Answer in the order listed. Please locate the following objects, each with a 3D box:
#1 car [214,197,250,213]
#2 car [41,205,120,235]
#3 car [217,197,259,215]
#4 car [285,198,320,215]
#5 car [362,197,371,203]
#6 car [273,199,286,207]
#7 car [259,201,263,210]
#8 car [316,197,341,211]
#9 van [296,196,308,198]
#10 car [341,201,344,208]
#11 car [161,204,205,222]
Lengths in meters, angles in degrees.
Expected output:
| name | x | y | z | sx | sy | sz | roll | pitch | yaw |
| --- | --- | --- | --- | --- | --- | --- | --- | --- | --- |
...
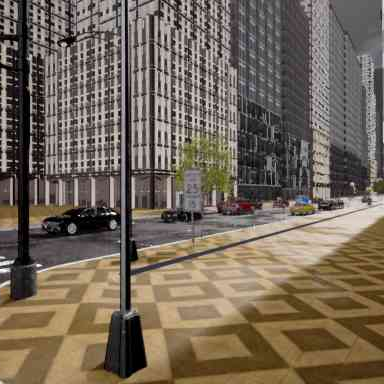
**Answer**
| name | x | y | z | sx | sy | sz | roll | pitch | yaw |
| --- | --- | --- | --- | --- | --- | --- | --- | --- | --- |
| car | 4.918 | 1.494 | 40.233 | 2.192 | 1.841 | 5.009 | -1 | -1 | 35 |
| car | -6.273 | 1.577 | 19.387 | 1.837 | 1.490 | 4.892 | 0 | 0 | 35 |
| car | 4.985 | 1.507 | 35.727 | 2.097 | 1.767 | 4.553 | 0 | 0 | 34 |
| car | 11.920 | 1.673 | 35.622 | 1.752 | 1.417 | 4.829 | 0 | 0 | 35 |
| car | 40.880 | 1.850 | 77.730 | 1.947 | 1.339 | 4.313 | 0 | 0 | 35 |
| car | 14.604 | 1.816 | 54.312 | 1.802 | 1.307 | 4.206 | 0 | 0 | 35 |
| car | 8.147 | 1.764 | 44.924 | 1.947 | 1.339 | 4.313 | 0 | 0 | 35 |
| car | 18.281 | 1.751 | 44.870 | 1.947 | 1.339 | 4.313 | 0 | 0 | 35 |
| van | 21.061 | 1.606 | 63.705 | 1.690 | 1.788 | 3.998 | 0 | 0 | 35 |
| car | 21.509 | 1.753 | 49.564 | 2.008 | 1.369 | 4.403 | 0 | 0 | 35 |
| car | -0.674 | 1.679 | 27.512 | 1.994 | 1.385 | 4.181 | 0 | 0 | 35 |
